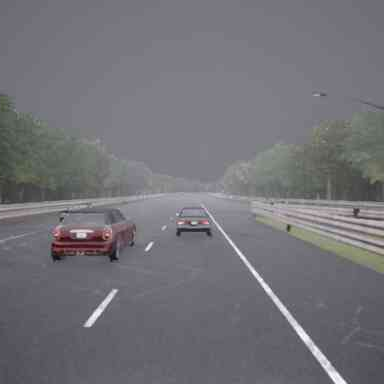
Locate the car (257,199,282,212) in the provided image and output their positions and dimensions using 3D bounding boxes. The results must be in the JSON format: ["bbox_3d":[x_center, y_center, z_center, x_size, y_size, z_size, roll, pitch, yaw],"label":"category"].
[{"bbox_3d":[9.567,1.586,40.622,1.837,1.490,4.892,0,0,-11],"label":"car"}]

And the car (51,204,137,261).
[{"bbox_3d":[-3.407,1.353,12.391,2.097,1.767,4.553,0,0,0],"label":"car"}]

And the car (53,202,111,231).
[{"bbox_3d":[-6.911,1.494,21.569,2.128,1.511,4.902,0,0,0],"label":"car"}]

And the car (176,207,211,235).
[{"bbox_3d":[0.090,1.550,18.613,2.033,1.411,5.357,0,0,0],"label":"car"}]
